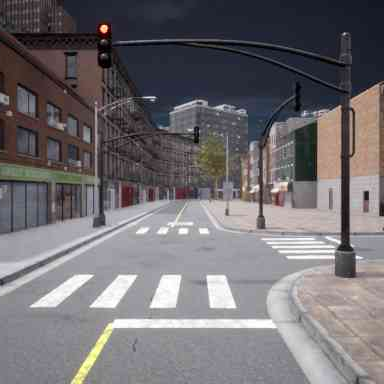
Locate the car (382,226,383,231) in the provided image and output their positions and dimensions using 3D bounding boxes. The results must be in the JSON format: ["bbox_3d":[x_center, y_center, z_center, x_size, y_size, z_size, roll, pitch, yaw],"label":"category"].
[{"bbox_3d":[11.124,1.454,14.922,4.674,1.442,1.812,0,0,0],"label":"car"}]
